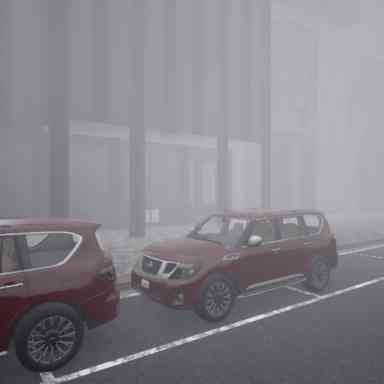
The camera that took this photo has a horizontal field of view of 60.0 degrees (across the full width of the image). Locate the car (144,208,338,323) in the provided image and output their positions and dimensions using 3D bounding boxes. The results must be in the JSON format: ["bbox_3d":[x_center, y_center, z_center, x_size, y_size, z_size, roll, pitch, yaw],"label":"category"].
[{"bbox_3d":[1.210,1.314,7.393,5.009,1.841,2.192,0,0,-35],"label":"car"}]

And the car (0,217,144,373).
[{"bbox_3d":[-3.382,1.315,4.118,5.009,1.841,2.192,0,0,-35],"label":"car"}]
